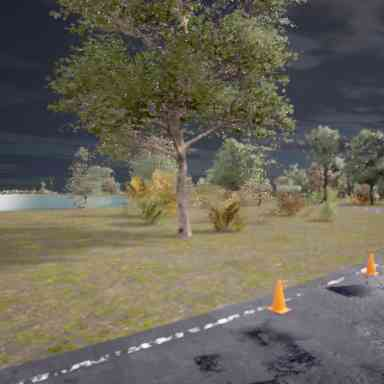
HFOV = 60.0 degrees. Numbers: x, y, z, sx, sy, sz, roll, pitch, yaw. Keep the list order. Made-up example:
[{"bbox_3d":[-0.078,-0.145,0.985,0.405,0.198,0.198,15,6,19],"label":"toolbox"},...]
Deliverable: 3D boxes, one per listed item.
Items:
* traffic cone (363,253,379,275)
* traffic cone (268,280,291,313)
[{"bbox_3d":[5.333,2.122,9.899,0.340,0.580,0.340,1,-1,-44],"label":"traffic cone"},{"bbox_3d":[1.749,2.056,6.645,0.340,0.580,0.340,1,-1,-40],"label":"traffic cone"}]
